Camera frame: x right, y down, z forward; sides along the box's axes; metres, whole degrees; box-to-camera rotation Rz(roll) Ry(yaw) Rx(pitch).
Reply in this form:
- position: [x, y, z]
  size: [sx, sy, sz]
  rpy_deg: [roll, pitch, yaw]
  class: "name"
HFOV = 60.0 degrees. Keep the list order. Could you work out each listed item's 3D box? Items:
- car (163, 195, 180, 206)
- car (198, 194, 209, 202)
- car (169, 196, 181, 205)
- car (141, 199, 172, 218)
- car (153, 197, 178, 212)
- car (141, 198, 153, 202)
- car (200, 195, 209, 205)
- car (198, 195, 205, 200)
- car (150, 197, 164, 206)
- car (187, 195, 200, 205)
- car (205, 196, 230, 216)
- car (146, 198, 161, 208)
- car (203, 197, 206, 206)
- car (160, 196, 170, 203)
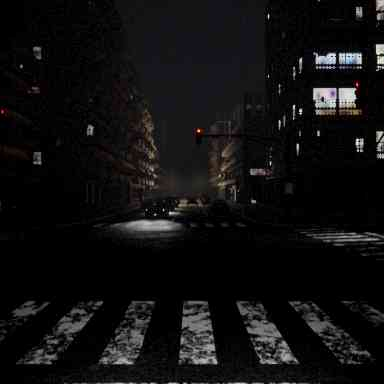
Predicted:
- position: [-3.123, 1.364, 49.537]
  size: [2.097, 1.767, 4.553]
  rpy_deg: [0, 0, 0]
  class: "car"
- position: [2.643, 1.344, 77.327]
  size: [2.192, 1.841, 5.009]
  rpy_deg: [0, 0, 0]
  class: "car"
- position: [-3.087, 1.521, 59.755]
  size: [1.837, 1.490, 4.892]
  rpy_deg: [0, 0, 1]
  class: "car"
- position: [-3.118, 1.606, 30.419]
  size: [1.895, 1.301, 4.718]
  rpy_deg: [0, 0, 0]
  class: "car"
- position: [-3.118, 1.572, 39.538]
  size: [1.994, 1.385, 4.181]
  rpy_deg: [0, 0, 0]
  class: "car"
- position: [-5.717, 1.561, 44.116]
  size: [2.008, 1.369, 4.403]
  rpy_deg: [0, 0, 0]
  class: "car"
- position: [2.657, 1.596, 55.190]
  size: [1.802, 1.307, 4.206]
  rpy_deg: [0, 0, 0]
  class: "car"
- position: [2.631, 1.586, 93.929]
  size: [1.887, 1.381, 4.507]
  rpy_deg: [0, 0, 0]
  class: "car"
- position: [-5.724, 1.580, 55.186]
  size: [1.947, 1.339, 4.313]
  rpy_deg: [0, 0, 0]
  class: "car"
- position: [0.061, 1.564, 59.435]
  size: [2.033, 1.411, 5.357]
  rpy_deg: [0, 0, 0]
  class: "car"
- position: [2.671, 1.447, 33.053]
  size: [1.967, 1.590, 4.097]
  rpy_deg: [0, 0, 0]
  class: "car"
- position: [-5.720, 1.594, 49.651]
  size: [1.802, 1.307, 4.206]
  rpy_deg: [0, 0, 0]
  class: "car"
- position: [2.667, 1.559, 38.587]
  size: [2.008, 1.369, 4.403]
  rpy_deg: [0, 0, 0]
  class: "car"
- position: [-5.735, 1.569, 71.787]
  size: [1.887, 1.381, 4.507]
  rpy_deg: [0, 0, 0]
  class: "car"
